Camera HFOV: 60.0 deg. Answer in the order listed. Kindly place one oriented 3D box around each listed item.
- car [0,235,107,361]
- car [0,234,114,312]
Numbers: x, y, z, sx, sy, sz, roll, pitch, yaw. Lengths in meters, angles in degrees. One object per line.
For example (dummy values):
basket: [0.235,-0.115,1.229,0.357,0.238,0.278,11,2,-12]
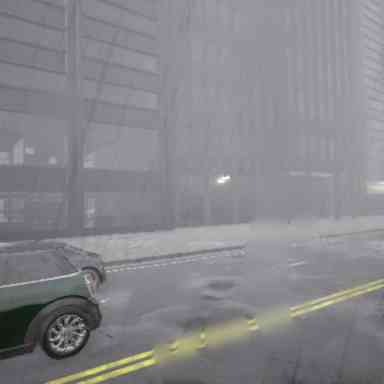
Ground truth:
car: [-3.760,1.603,4.812,4.553,1.767,2.097,0,-2,-36]
car: [-4.341,1.952,8.384,4.181,1.385,1.994,0,-3,-36]
